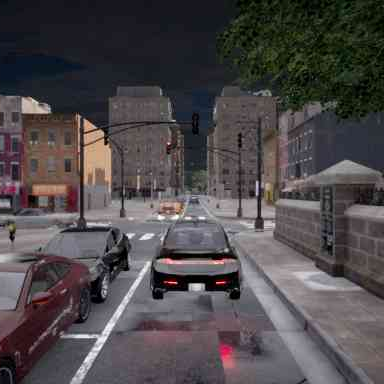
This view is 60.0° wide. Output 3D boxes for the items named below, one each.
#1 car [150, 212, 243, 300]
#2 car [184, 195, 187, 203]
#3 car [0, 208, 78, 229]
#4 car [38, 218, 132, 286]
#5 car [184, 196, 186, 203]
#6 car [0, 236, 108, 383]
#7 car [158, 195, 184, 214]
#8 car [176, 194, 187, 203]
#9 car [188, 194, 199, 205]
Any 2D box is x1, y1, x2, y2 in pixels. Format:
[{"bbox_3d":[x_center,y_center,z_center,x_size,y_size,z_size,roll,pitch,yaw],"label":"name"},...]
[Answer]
[{"bbox_3d":[0.093,1.491,8.386,2.128,1.511,4.902,0,0,0],"label":"car"},{"bbox_3d":[-2.243,1.477,55.126,2.128,1.511,4.902,0,0,0],"label":"car"},{"bbox_3d":[-9.692,1.688,21.128,4.718,1.301,1.895,-1,0,0],"label":"car"},{"bbox_3d":[-2.629,1.565,8.207,1.947,1.339,4.313,0,0,0],"label":"car"},{"bbox_3d":[-2.253,1.553,44.733,1.994,1.385,4.181,0,0,0],"label":"car"},{"bbox_3d":[-2.632,1.582,4.545,1.802,1.307,4.206,0,0,0],"label":"car"},{"bbox_3d":[-2.286,1.343,34.782,2.097,1.767,4.553,0,0,1],"label":"car"},{"bbox_3d":[-2.159,1.332,69.591,2.097,1.767,4.553,0,0,0],"label":"car"},{"bbox_3d":[0.343,1.509,60.418,1.812,1.442,4.674,0,0,0],"label":"car"}]
